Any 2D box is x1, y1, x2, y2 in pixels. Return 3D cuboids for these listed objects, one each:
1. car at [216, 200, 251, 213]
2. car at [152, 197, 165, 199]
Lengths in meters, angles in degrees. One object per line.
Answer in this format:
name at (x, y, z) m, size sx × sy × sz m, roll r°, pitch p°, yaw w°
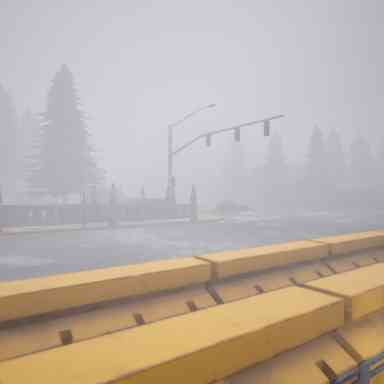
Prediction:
car at (4.576, 1.564, 37.462) m, size 1.994 × 1.385 × 4.181 m, roll 0°, pitch 0°, yaw -36°
car at (-4.917, 1.443, 50.757) m, size 1.812 × 1.442 × 4.674 m, roll 0°, pitch 0°, yaw -36°
